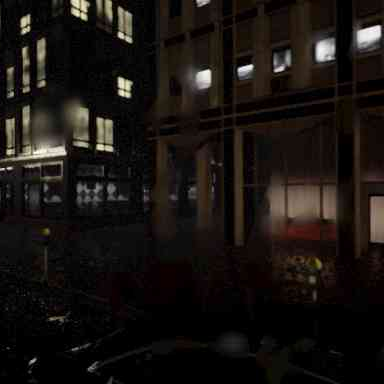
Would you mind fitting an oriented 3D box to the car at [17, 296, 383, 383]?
[{"bbox_3d":[0.416,1.563,2.588,4.313,1.339,1.947,0,-1,35],"label":"car"}]
